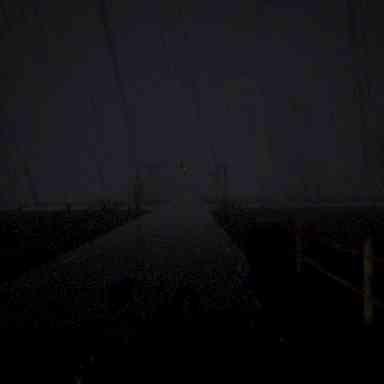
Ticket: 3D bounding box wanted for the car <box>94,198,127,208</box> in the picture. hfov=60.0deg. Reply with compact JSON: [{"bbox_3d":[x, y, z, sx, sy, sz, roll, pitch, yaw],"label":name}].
[{"bbox_3d":[-12.391,1.695,50.845,5.008,1.535,1.882,0,1,0],"label":"car"}]
